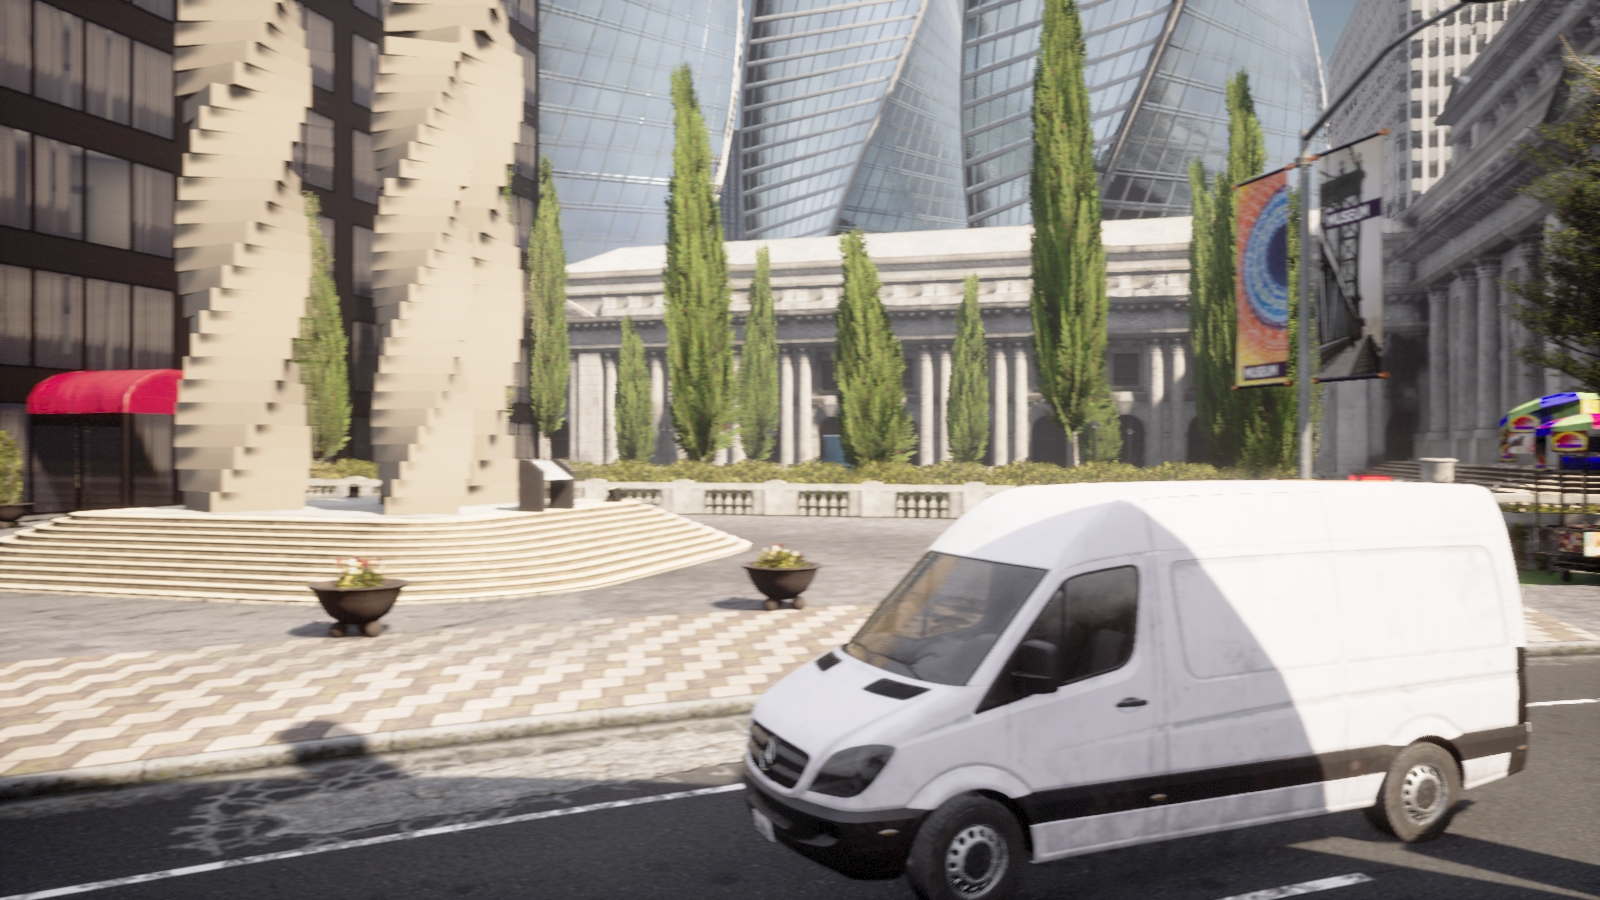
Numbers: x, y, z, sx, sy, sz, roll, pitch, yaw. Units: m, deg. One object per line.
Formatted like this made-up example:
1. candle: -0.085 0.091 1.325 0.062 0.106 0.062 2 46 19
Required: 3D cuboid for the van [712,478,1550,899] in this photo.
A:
1. van: 2.486 1.530 8.387 5.915 2.561 1.988 0 0 -21
